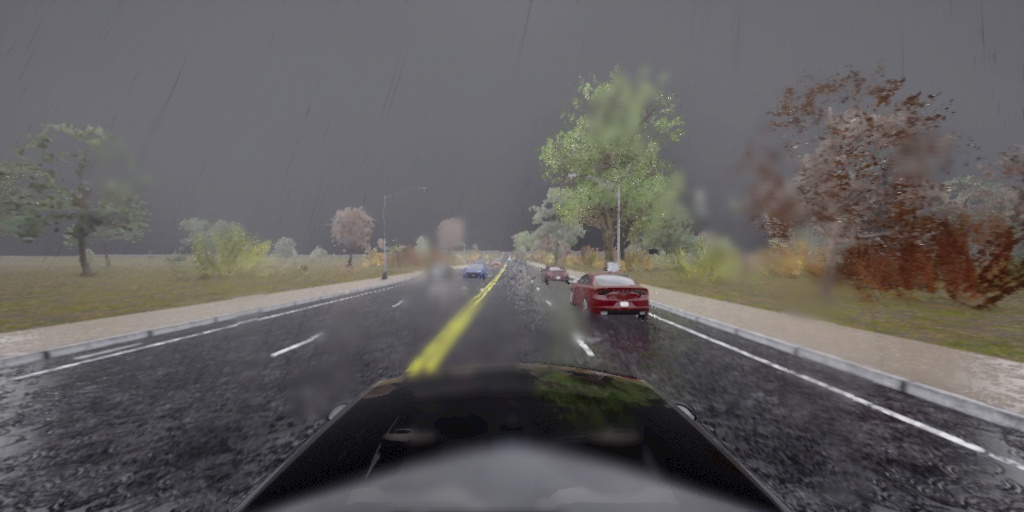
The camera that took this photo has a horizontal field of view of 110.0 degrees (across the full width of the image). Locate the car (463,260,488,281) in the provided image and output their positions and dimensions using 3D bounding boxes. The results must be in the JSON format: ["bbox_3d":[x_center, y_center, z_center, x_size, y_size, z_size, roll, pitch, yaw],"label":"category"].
[{"bbox_3d":[-3.268,1.393,32.895,1.882,1.535,5.008,0,0,0],"label":"car"}]

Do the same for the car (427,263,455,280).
[{"bbox_3d":[-6.516,1.403,33.371,2.128,1.511,4.902,0,0,0],"label":"car"}]

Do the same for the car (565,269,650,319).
[{"bbox_3d":[3.370,1.301,13.197,1.882,1.535,5.008,0,0,0],"label":"car"}]

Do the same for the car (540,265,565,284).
[{"bbox_3d":[3.414,1.433,28.640,1.812,1.442,4.674,0,0,0],"label":"car"}]
